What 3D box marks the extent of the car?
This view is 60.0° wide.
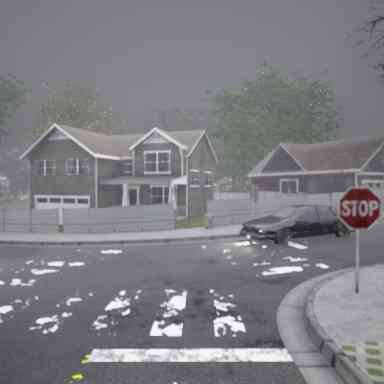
[{"bbox_3d":[4.735,1.260,14.140,5.357,1.411,2.033,-3,2,-20],"label":"car"}]
